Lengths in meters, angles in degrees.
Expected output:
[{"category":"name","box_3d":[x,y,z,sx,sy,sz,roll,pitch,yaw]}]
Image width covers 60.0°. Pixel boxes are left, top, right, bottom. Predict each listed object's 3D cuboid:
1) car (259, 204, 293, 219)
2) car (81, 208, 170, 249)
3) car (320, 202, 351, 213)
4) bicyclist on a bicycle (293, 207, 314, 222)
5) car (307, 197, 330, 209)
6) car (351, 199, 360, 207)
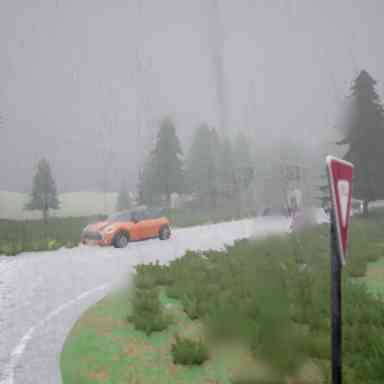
[{"category":"car","box_3d":[8.298,1.893,32.682,1.895,1.301,4.718,-1,0,35]},{"category":"car","box_3d":[-3.119,1.631,16.316,2.097,1.767,4.553,-1,-1,35]},{"category":"car","box_3d":[17.136,1.865,39.520,1.895,1.301,4.718,-1,0,35]},{"category":"bicyclist on a bicycle","box_3d":[5.940,1.652,17.693,1.656,1.620,0.582,-2,-1,35]},{"category":"car","box_3d":[17.265,1.471,45.392,1.994,1.385,4.181,-1,0,35]},{"category":"car","box_3d":[22.751,1.750,47.663,1.882,1.535,5.008,-1,0,35]}]
